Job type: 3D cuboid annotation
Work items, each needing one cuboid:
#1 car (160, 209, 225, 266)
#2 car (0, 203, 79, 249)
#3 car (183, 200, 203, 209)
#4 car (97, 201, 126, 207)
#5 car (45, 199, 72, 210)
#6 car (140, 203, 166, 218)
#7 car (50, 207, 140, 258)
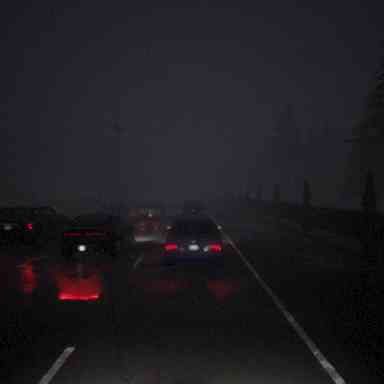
[{"bbox_3d":[0.066,1.559,11.536,2.033,1.411,5.357,0,0,0],"label":"car"},{"bbox_3d":[-6.919,1.367,14.695,2.097,1.767,4.553,0,0,0],"label":"car"},{"bbox_3d":[0.094,1.509,32.987,1.882,1.535,5.008,0,0,0],"label":"car"},{"bbox_3d":[-6.915,1.629,29.766,1.895,1.301,4.718,0,0,0],"label":"car"},{"bbox_3d":[-17.673,1.606,44.376,1.994,1.385,4.181,0,0,-1],"label":"car"},{"bbox_3d":[-3.415,1.629,29.757,1.895,1.301,4.718,0,0,0],"label":"car"},{"bbox_3d":[-3.427,1.516,12.816,1.837,1.490,4.892,0,0,0],"label":"car"}]
